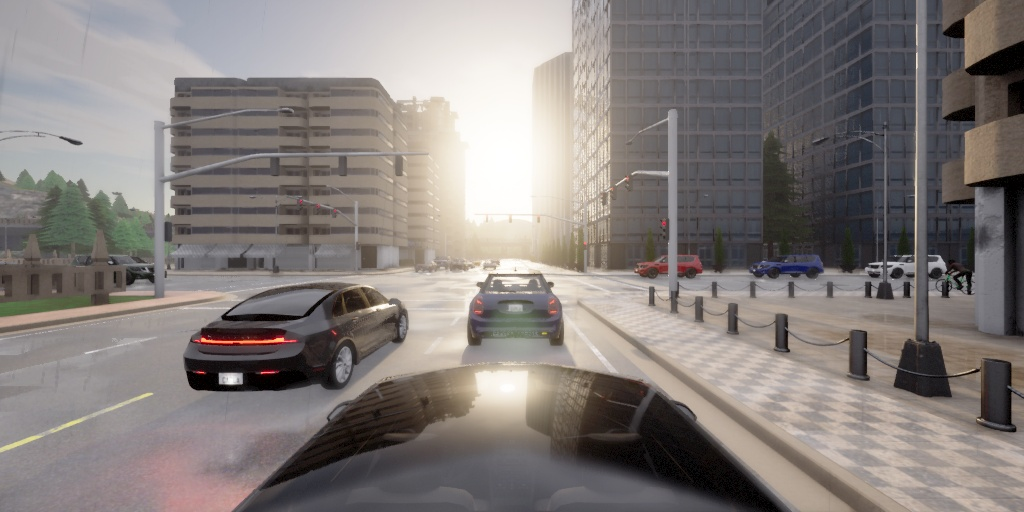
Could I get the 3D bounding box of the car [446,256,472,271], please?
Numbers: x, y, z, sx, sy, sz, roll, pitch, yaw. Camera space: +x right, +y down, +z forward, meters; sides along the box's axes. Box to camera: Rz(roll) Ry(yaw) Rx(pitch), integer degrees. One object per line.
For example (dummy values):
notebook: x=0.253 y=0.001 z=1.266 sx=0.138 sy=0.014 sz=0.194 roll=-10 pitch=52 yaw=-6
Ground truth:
car: x=-7.033 y=1.102 z=48.181 sx=2.097 sy=1.767 sz=4.553 roll=0 pitch=0 yaw=0

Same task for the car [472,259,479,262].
car: x=-7.006 y=1.297 z=57.652 sx=2.033 sy=1.411 sz=5.357 roll=0 pitch=0 yaw=0

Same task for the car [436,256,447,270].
car: x=-10.521 y=0.971 z=54.305 sx=2.150 sy=2.045 sz=5.566 roll=0 pitch=0 yaw=0

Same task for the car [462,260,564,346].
car: x=0.092 y=1.102 z=9.585 sx=2.097 sy=1.767 sz=4.553 roll=0 pitch=0 yaw=0

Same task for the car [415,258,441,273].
car: x=-10.578 y=1.276 z=44.599 sx=1.812 sy=1.442 sz=4.674 roll=0 pitch=0 yaw=1

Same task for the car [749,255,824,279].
car: x=24.034 y=0.916 z=31.442 sx=5.566 sy=2.045 sz=2.150 roll=0 pitch=0 yaw=1

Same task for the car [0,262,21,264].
car: x=-37.622 y=1.199 z=26.577 sx=4.892 sy=1.490 sz=1.837 roll=0 pitch=0 yaw=18

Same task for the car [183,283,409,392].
car: x=-3.425 y=1.255 z=6.814 sx=1.837 sy=1.490 sz=4.892 roll=0 pitch=0 yaw=0

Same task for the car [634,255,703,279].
car: x=13.714 y=0.916 z=31.515 sx=5.566 sy=2.045 sz=2.150 roll=0 pitch=0 yaw=0

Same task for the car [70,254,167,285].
car: x=-27.311 y=0.916 z=24.866 sx=5.566 sy=2.045 sz=2.150 roll=0 pitch=0 yaw=3

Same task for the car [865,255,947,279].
car: x=34.396 y=0.916 z=31.372 sx=5.566 sy=2.045 sz=2.150 roll=0 pitch=0 yaw=0

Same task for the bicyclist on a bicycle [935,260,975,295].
bicyclist on a bicycle: x=21.022 y=0.996 z=16.981 sx=0.582 sy=1.620 sz=1.656 roll=0 pitch=0 yaw=0
